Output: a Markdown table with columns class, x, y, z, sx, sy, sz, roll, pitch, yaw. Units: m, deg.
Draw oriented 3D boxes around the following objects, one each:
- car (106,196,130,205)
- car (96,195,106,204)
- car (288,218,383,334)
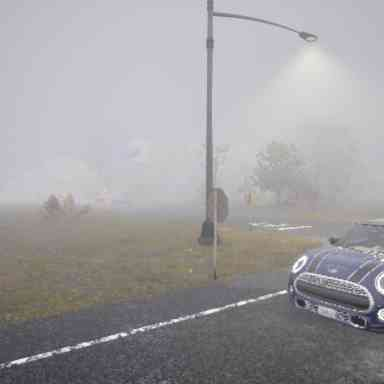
| class | x | y | z | sx | sy | sz | roll | pitch | yaw |
| --- | --- | --- | --- | --- | --- | --- | --- | --- | --- |
| car | -11.759 | 1.403 | 54.532 | 2.128 | 1.511 | 4.902 | 0 | 0 | -33 |
| car | -16.083 | 1.375 | 60.973 | 1.882 | 1.535 | 5.008 | 0 | 0 | -34 |
| car | 4.025 | 1.352 | 6.708 | 4.553 | 1.767 | 2.097 | 0 | 0 | -35 |
